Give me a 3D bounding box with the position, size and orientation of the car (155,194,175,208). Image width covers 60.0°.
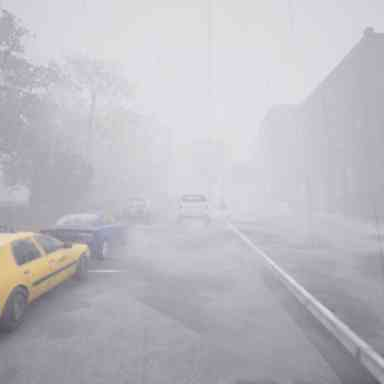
[{"bbox_3d":[-3.653,1.121,45.499,2.185,1.767,4.553,0,0,2],"label":"car"}]

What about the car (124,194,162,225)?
[{"bbox_3d":[-3.654,1.232,23.217,2.185,1.767,4.553,0,0,2],"label":"car"}]

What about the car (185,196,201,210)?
[{"bbox_3d":[0.101,1.294,41.361,1.837,1.490,4.892,0,1,0],"label":"car"}]

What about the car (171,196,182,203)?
[{"bbox_3d":[-3.642,1.799,78.903,2.097,1.535,5.008,0,-1,2],"label":"car"}]

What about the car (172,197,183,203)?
[{"bbox_3d":[-3.645,1.953,84.507,2.163,1.488,4.792,0,-1,2],"label":"car"}]

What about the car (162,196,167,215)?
[{"bbox_3d":[-3.652,1.370,28.817,2.002,1.452,4.674,0,0,2],"label":"car"}]

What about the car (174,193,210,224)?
[{"bbox_3d":[0.107,1.094,23.587,2.150,2.045,5.566,0,0,0],"label":"car"}]

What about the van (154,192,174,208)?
[{"bbox_3d":[-3.648,1.048,40.076,1.878,1.987,4.442,0,0,2],"label":"van"}]

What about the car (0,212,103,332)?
[{"bbox_3d":[-3.646,1.439,6.723,1.946,1.575,5.366,0,0,2],"label":"car"}]

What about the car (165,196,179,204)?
[{"bbox_3d":[-3.634,1.460,62.236,2.163,1.488,4.792,1,-1,2],"label":"car"}]

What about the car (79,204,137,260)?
[{"bbox_3d":[-3.653,1.413,12.102,2.097,1.535,5.008,0,0,2],"label":"car"}]

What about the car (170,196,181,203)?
[{"bbox_3d":[-3.635,1.676,73.343,2.097,1.535,5.008,1,-1,2],"label":"car"}]
